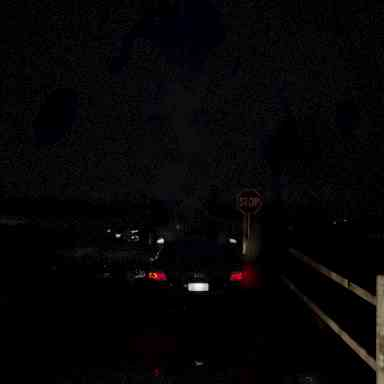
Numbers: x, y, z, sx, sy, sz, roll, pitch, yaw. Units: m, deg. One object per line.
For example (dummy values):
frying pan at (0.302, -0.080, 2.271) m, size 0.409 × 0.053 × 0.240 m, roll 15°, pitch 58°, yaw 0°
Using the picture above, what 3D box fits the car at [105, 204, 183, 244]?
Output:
car at (-2.024, 1.511, 15.455) m, size 1.837 × 1.490 × 4.892 m, roll -2°, pitch -1°, yaw 23°

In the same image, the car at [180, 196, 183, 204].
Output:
car at (-2.734, 1.600, 47.441) m, size 1.994 × 1.385 × 4.181 m, roll 0°, pitch 0°, yaw 0°

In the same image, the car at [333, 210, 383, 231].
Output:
car at (12.742, 2.046, 23.860) m, size 4.902 × 1.511 × 2.128 m, roll 2°, pitch 0°, yaw 1°

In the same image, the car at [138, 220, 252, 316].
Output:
car at (0.112, 1.567, 7.595) m, size 1.994 × 1.385 × 4.181 m, roll 0°, pitch 0°, yaw 0°

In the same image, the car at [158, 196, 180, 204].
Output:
car at (-2.763, 1.518, 37.446) m, size 2.128 × 1.511 × 4.902 m, roll 0°, pitch 0°, yaw 0°

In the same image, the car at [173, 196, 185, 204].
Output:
car at (-2.612, 1.619, 68.234) m, size 2.033 × 1.411 × 5.357 m, roll 0°, pitch 0°, yaw 1°
